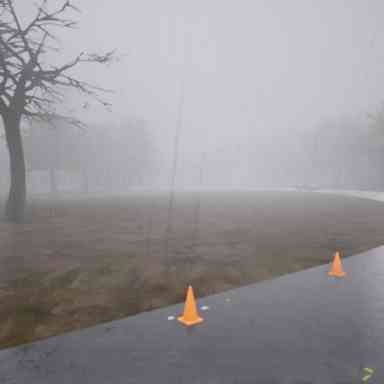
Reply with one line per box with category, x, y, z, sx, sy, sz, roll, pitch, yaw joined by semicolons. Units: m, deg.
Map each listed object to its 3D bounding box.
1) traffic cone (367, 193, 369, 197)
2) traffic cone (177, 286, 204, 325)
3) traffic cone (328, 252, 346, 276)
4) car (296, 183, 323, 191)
traffic cone;21.751;0.344;41.044;0.340;0.580;0.340;-2;3;6
traffic cone;-0.029;1.950;5.823;0.340;0.580;0.340;0;0;-38
traffic cone;3.895;1.902;8.923;0.340;0.580;0.340;-1;0;-38
car;21.052;-0.940;59.860;2.033;1.411;5.357;-3;3;-19
